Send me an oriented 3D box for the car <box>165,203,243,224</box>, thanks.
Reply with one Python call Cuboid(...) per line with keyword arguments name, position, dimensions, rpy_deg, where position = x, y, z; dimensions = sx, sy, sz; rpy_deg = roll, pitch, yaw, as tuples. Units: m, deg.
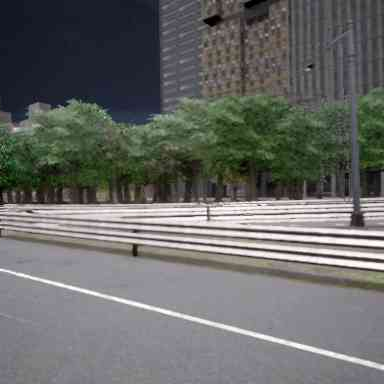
Cuboid(name="car", position=(0.819, 1.478, 22.441), dimensions=(5.357, 1.411, 2.033), rpy_deg=(-2, -1, 4))
